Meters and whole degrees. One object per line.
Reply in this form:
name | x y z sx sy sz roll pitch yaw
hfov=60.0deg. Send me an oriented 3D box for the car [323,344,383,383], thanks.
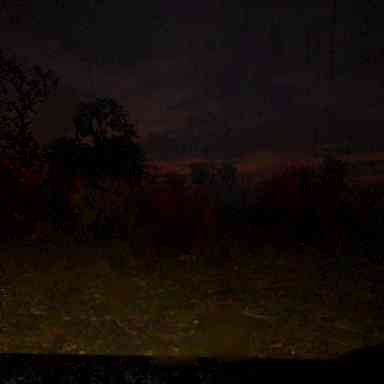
car | 3.274 1.509 2.131 4.674 1.442 1.812 0 1 3
